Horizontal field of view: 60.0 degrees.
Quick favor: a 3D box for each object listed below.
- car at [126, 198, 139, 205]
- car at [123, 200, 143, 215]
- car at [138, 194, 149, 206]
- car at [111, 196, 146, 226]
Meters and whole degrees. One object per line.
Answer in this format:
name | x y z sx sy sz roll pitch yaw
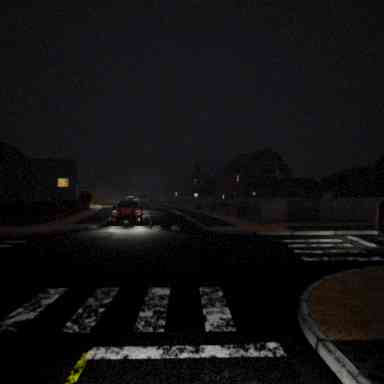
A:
car | -12.181 1.866 67.965 1.994 1.385 4.181 0 0 -20
car | -6.663 1.653 37.023 2.033 1.411 5.357 0 0 -11
car | -8.883 1.443 58.004 2.150 2.045 5.566 0 0 -17
car | -4.612 1.393 24.022 2.097 1.767 4.553 0 0 -8
